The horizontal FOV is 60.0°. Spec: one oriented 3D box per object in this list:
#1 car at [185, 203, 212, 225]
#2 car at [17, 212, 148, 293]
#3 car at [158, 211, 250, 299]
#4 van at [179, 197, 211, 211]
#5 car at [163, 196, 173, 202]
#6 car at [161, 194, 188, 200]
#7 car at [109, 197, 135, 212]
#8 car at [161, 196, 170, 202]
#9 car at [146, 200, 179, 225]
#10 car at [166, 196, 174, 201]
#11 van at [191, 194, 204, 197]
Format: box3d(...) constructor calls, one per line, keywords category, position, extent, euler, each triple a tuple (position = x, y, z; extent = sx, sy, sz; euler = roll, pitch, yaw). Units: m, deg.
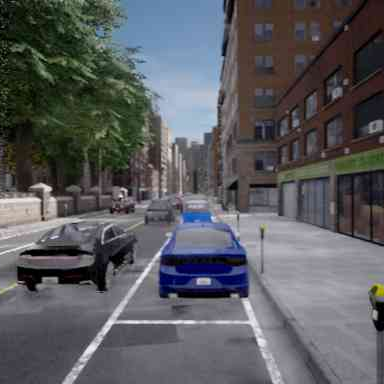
box3d(category="car", position=(0.506, 1.606, 25.598), extent=(1.887, 1.381, 4.507), euler=(-1, 0, 2))
box3d(category="car", position=(-2.739, 1.539, 9.025), extent=(2.128, 1.511, 4.902), euler=(0, 0, 2))
box3d(category="car", position=(0.290, 1.499, 8.588), extent=(1.882, 1.535, 5.008), euler=(0, 0, 2))
box3d(category="van", position=(0.337, 1.391, 19.940), extent=(1.690, 1.788, 3.998), euler=(-1, 0, 2))
box3d(category="car", position=(-6.240, 1.759, 86.242), extent=(2.008, 1.369, 4.403), euler=(-1, 0, 2))
box3d(category="car", position=(-1.962, 1.459, 38.887), extent=(2.097, 1.767, 4.553), euler=(0, 0, 2))
box3d(category="car", position=(-7.686, 1.463, 37.124), extent=(2.192, 1.841, 5.009), euler=(-1, 0, 2))
box3d(category="car", position=(-6.405, 1.725, 80.624), extent=(1.752, 1.417, 4.829), euler=(-1, 0, 2))
box3d(category="car", position=(-2.283, 1.572, 24.485), extent=(2.128, 1.511, 4.902), euler=(0, 0, 2))
box3d(category="car", position=(-6.080, 1.762, 91.691), extent=(1.887, 1.381, 4.507), euler=(-1, 0, 2))
box3d(category="van", position=(0.837, 1.422, 36.914), extent=(1.690, 1.788, 3.998), euler=(-1, 0, 2))
